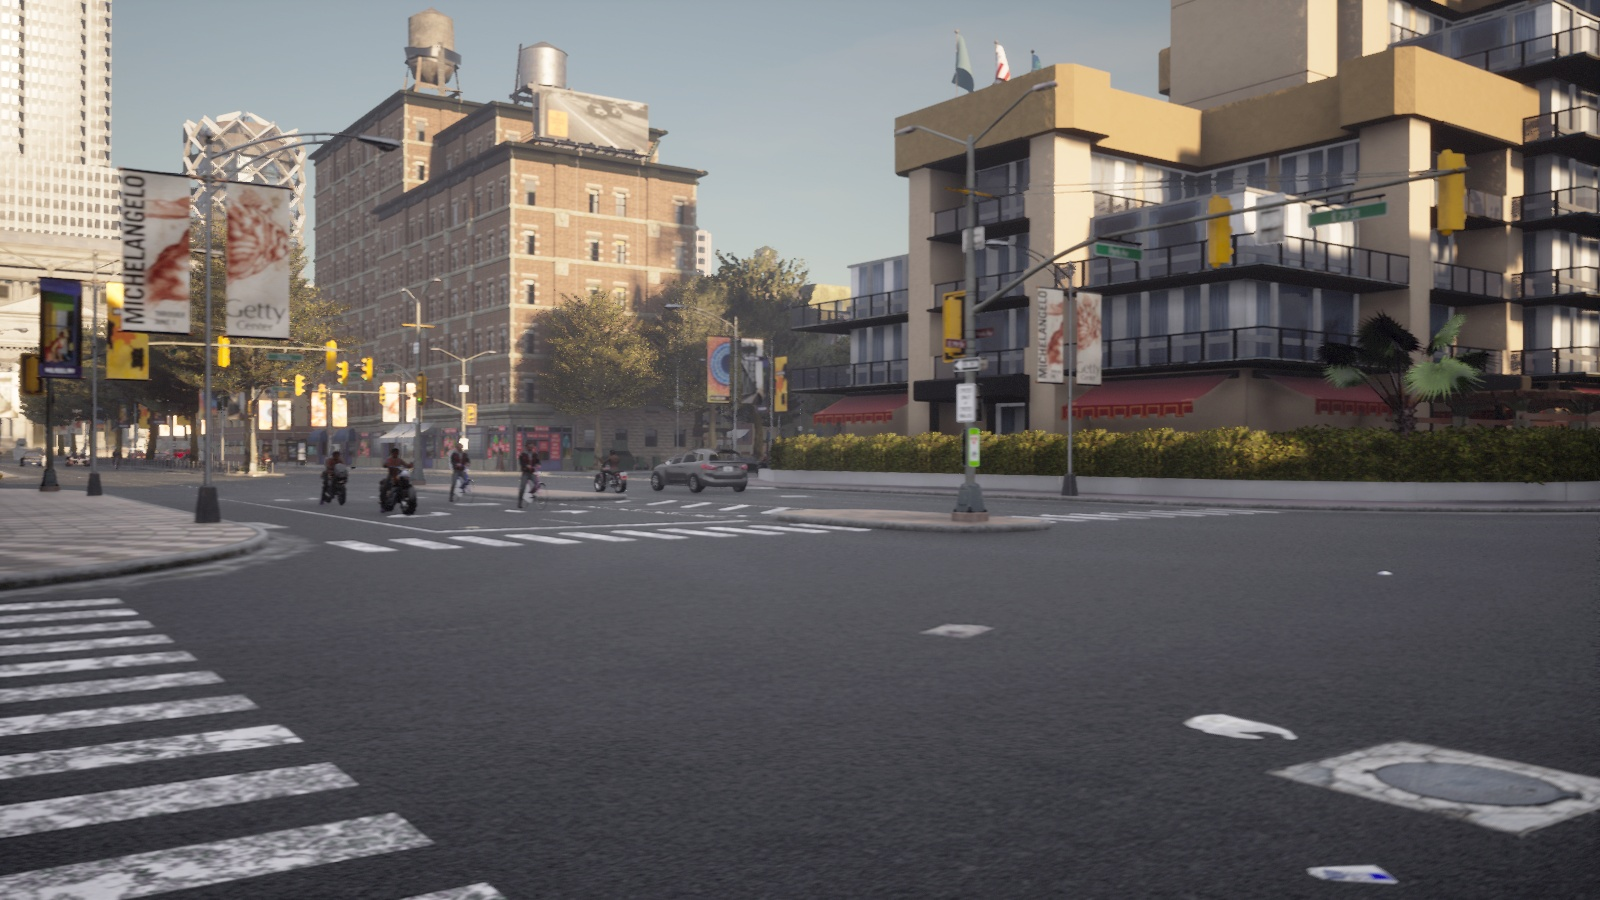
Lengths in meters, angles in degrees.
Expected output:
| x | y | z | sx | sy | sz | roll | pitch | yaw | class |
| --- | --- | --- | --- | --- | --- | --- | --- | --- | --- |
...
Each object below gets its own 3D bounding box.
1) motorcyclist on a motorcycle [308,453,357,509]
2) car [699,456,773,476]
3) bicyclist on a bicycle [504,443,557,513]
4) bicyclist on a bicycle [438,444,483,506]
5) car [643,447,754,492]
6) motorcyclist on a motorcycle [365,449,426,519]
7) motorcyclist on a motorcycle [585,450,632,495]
| x | y | z | sx | sy | sz | roll | pitch | yaw | class |
| --- | --- | --- | --- | --- | --- | --- | --- | --- | --- |
| -13.171 | 0.841 | 35.353 | 0.797 | 1.523 | 2.044 | 0 | 0 | -35 | motorcyclist on a motorcycle |
| -4.324 | 1.059 | 84.855 | 4.718 | 1.301 | 1.895 | 0 | 0 | -36 | car |
| -7.044 | 0.710 | 32.760 | 0.659 | 1.776 | 1.843 | 0 | 0 | -35 | bicyclist on a bicycle |
| -9.996 | 0.726 | 36.927 | 0.659 | 1.776 | 1.843 | 0 | 0 | -35 | bicyclist on a bicycle |
| -3.965 | 0.714 | 48.303 | 2.242 | 1.667 | 4.611 | 0 | 0 | -35 | car |
| -9.930 | 0.791 | 30.779 | 0.766 | 1.649 | 2.350 | 0 | 0 | -35 | motorcyclist on a motorcycle |
| -7.128 | 0.823 | 46.716 | 0.766 | 1.649 | 2.350 | 0 | 0 | -35 | motorcyclist on a motorcycle |
